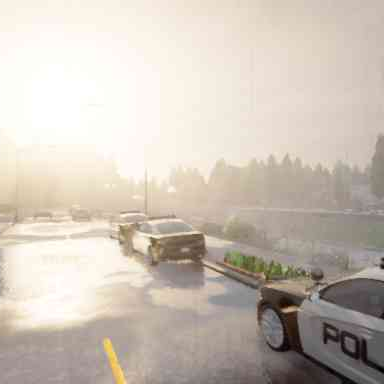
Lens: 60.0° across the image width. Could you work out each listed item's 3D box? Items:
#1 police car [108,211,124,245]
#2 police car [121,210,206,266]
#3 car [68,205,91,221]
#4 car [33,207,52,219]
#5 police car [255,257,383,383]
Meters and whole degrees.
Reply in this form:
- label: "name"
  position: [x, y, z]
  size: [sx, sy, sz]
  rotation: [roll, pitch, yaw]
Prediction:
- label: "police car"
  position: [-3.513, 1.879, 18.801]
  size: [1.930, 1.638, 5.238]
  rotation: [-3, 0, -23]
- label: "police car"
  position: [-1.221, 1.747, 13.266]
  size: [1.930, 1.638, 5.238]
  rotation: [-3, 0, -23]
- label: "car"
  position: [-12.803, 2.519, 38.315]
  size: [1.994, 1.385, 4.181]
  rotation: [1, -2, -22]
- label: "car"
  position: [-17.873, 2.510, 39.981]
  size: [1.994, 1.385, 4.181]
  rotation: [1, -2, -23]
- label: "police car"
  position: [2.621, 1.555, 4.044]
  size: [1.930, 1.638, 5.238]
  rotation: [-1, -2, -23]
